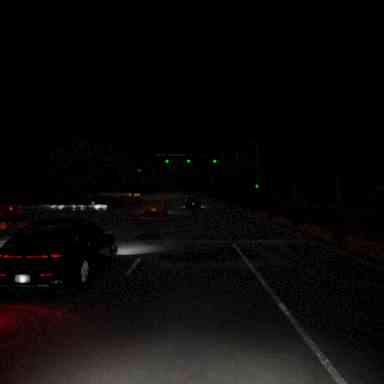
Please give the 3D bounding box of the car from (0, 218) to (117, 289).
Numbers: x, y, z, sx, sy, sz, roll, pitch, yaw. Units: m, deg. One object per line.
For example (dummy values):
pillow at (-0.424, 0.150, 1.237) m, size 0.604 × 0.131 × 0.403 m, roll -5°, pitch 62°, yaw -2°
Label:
car at (-3.392, 1.478, 9.077) m, size 1.837 × 1.490 × 4.892 m, roll 0°, pitch 0°, yaw 0°

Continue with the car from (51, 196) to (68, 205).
car at (-21.002, 1.405, 53.465) m, size 1.994 × 1.385 × 4.181 m, roll 0°, pitch 0°, yaw 0°

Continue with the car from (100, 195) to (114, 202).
car at (-17.438, 1.322, 68.514) m, size 1.812 × 1.442 × 4.674 m, roll 0°, pitch 0°, yaw 0°

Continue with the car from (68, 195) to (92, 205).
car at (-17.507, 1.407, 52.913) m, size 1.994 × 1.385 × 4.181 m, roll 0°, pitch 0°, yaw 1°

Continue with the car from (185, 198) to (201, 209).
car at (0.140, 1.437, 43.678) m, size 1.994 × 1.385 × 4.181 m, roll 0°, pitch 0°, yaw 0°

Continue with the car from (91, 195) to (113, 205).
car at (-14.011, 1.408, 52.924) m, size 1.994 × 1.385 × 4.181 m, roll 0°, pitch 0°, yaw 0°

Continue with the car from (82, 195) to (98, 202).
car at (-20.938, 1.322, 68.155) m, size 1.812 × 1.442 × 4.674 m, roll 0°, pitch 0°, yaw 0°

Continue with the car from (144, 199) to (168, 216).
car at (-3.372, 1.384, 31.841) m, size 1.882 × 1.535 × 5.008 m, roll 0°, pitch 0°, yaw 0°

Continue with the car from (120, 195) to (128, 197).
car at (-13.938, 1.339, 68.150) m, size 2.033 × 1.411 × 5.357 m, roll 0°, pitch 0°, yaw 0°

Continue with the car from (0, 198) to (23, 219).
car at (-15.441, 1.273, 26.122) m, size 4.553 × 1.767 × 2.097 m, roll 0°, pitch 0°, yaw 31°
